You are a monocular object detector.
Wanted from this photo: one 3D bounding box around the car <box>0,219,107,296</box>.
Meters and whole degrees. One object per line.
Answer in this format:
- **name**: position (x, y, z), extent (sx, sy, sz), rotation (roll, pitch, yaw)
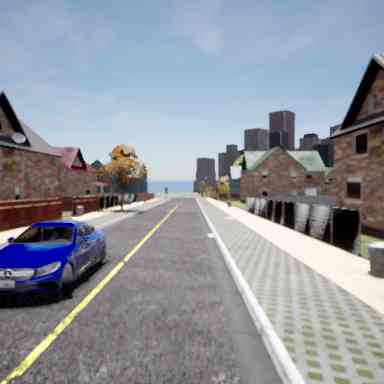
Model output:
- **car**: position (-3.523, 1.488, 8.663), extent (1.812, 1.442, 4.674), rotation (0, 0, 0)
